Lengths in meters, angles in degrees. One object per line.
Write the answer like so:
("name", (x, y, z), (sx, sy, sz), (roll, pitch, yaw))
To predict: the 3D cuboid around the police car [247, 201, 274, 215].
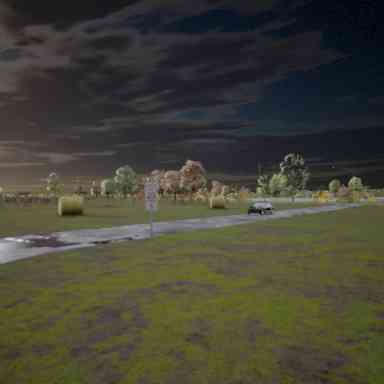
("police car", (8.549, 1.978, 41.469), (1.930, 1.638, 5.238), (-1, -1, 35))
